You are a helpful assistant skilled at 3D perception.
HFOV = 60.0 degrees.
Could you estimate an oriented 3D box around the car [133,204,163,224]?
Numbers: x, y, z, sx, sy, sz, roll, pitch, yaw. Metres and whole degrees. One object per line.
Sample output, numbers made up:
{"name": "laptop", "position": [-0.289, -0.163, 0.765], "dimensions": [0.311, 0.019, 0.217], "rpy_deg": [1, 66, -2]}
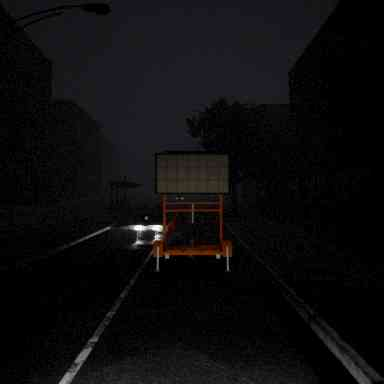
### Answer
{"name": "car", "position": [-3.044, 1.552, 24.261], "dimensions": [1.994, 1.385, 4.181], "rpy_deg": [0, 0, 0]}

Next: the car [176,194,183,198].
{"name": "car", "position": [-3.361, 0.855, 90.843], "dimensions": [1.812, 1.442, 4.674], "rpy_deg": [0, 0, 0]}

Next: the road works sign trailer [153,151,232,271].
{"name": "road works sign trailer", "position": [0.022, 0.470, 10.849], "dimensions": [2.380, 3.560, 2.880], "rpy_deg": [0, 0, 0]}
